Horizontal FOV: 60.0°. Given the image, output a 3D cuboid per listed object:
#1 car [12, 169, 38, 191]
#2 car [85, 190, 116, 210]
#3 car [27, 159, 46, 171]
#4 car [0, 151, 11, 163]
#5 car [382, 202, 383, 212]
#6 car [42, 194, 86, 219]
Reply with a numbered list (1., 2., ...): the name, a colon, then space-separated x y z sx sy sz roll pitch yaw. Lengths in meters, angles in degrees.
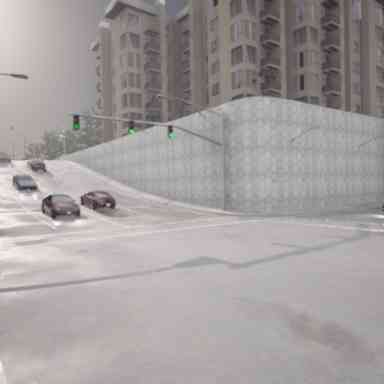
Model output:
1. car: -17.807 -1.116 35.365 2.033 1.411 5.357 -2 13 -36
2. car: -7.852 0.586 27.761 1.812 1.442 4.674 -2 7 -36
3. car: -22.305 -3.922 47.657 1.837 1.490 4.892 -2 13 -36
4. car: -29.508 -5.511 51.599 2.097 1.767 4.553 -2 11 -36
5. car: 15.314 0.729 23.511 4.892 1.490 1.837 -2 1 -36
6. car: -9.447 0.902 23.803 1.812 1.442 4.674 -2 6 -36
